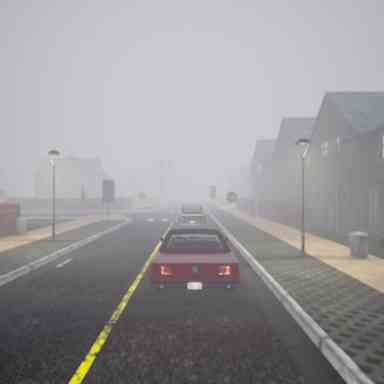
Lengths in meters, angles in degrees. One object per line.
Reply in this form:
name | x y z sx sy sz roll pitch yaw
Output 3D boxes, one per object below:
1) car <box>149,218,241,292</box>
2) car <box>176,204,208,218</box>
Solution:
car | 0.062 1.617 8.964 1.895 1.301 4.718 0 0 0
car | 0.019 1.531 21.583 2.128 1.511 4.902 0 0 0
